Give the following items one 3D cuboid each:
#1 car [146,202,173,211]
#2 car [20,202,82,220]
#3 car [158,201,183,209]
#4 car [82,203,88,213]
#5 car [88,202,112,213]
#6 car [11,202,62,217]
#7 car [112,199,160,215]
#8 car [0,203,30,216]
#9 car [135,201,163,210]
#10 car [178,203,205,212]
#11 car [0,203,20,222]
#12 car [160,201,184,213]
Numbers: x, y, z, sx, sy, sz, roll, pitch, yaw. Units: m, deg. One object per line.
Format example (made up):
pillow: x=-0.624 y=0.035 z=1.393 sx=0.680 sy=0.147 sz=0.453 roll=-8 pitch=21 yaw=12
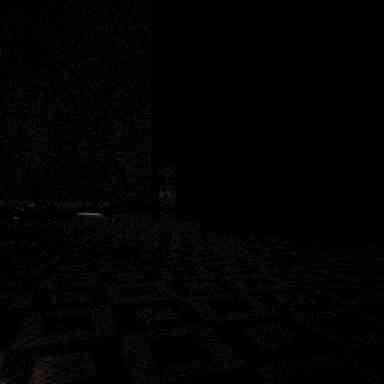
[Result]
car: x=-5.030 y=2.216 z=52.150 sx=1.994 sy=1.385 sz=4.181 roll=0 pitch=-1 yaw=37
car: x=-13.044 y=1.823 z=30.897 sx=1.752 sy=1.417 sz=4.829 roll=-1 pitch=-2 yaw=35
car: x=-3.709 y=2.304 z=58.692 sx=2.008 sy=1.369 sz=4.403 roll=-1 pitch=-2 yaw=35
car: x=-13.532 y=2.015 z=44.904 sx=1.887 sy=1.381 sz=4.507 roll=-1 pitch=-2 yaw=35
car: x=-10.884 y=2.011 z=43.995 sx=1.812 sy=1.442 sz=4.674 roll=0 pitch=-1 yaw=35
car: x=-16.666 y=1.851 z=35.897 sx=1.812 sy=1.442 sz=4.674 roll=0 pitch=-1 yaw=36
car: x=-6.594 y=1.790 z=39.958 sx=2.192 sy=1.841 sz=5.009 roll=-1 pitch=-2 yaw=35
car: x=-20.080 y=1.841 z=35.711 sx=2.008 sy=1.369 sz=4.403 roll=-1 pitch=-1 yaw=35
car: x=-6.983 y=2.208 z=54.096 sx=2.008 sy=1.369 sz=4.403 roll=-1 pitch=-2 yaw=35
car: x=-0.040 y=2.245 z=49.149 sx=1.802 sy=1.307 sz=4.206 roll=-1 pitch=-2 yaw=36
car: x=-16.416 y=1.774 z=26.162 sx=1.947 sy=1.339 sz=4.313 roll=-1 pitch=-2 yaw=35
car: x=-3.319 y=2.113 z=44.548 sx=1.887 sy=1.381 sz=4.507 roll=-1 pitch=-2 yaw=35
